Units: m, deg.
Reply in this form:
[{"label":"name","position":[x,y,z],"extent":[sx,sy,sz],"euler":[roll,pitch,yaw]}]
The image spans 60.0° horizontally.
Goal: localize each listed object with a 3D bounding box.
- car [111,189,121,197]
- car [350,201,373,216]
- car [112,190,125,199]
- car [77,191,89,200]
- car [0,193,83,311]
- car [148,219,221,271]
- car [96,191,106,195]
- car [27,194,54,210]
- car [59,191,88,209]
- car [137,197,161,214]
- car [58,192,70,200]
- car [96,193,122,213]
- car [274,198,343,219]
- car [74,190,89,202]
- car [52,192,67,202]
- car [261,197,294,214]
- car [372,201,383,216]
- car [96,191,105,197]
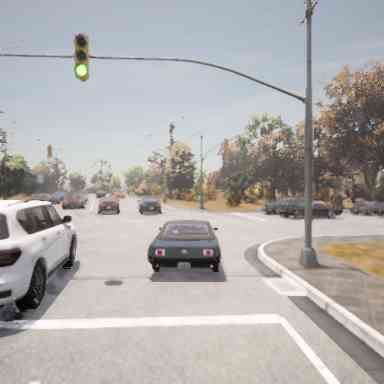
[{"label":"car","position":[-17.878,0.280,78.109],"extent":[2.097,1.767,4.553],"euler":[0,1,-16]},{"label":"car","position":[17.205,1.560,31.460],"extent":[4.181,1.385,1.994],"euler":[2,0,-12]},{"label":"car","position":[-14.997,0.469,68.551],"extent":[2.097,1.767,4.553],"euler":[0,1,-17]},{"label":"car","position":[-20.950,0.678,64.062],"extent":[2.128,1.511,4.902],"euler":[0,1,-17]},{"label":"car","position":[-4.190,1.180,7.661],"extent":[2.150,2.045,5.566],"euler":[0,1,-9]},{"label":"car","position":[-0.106,1.512,10.541],"extent":[1.895,1.301,4.718],"euler":[0,1,2]},{"label":"car","position":[-18.235,0.611,67.170],"extent":[1.882,1.535,5.008],"euler":[0,1,-17]},{"label":"car","position":[-16.565,1.043,36.589],"extent":[1.837,1.490,4.892],"euler":[0,1,-15]},{"label":"car","position":[-12.826,0.891,36.224],"extent":[2.097,1.767,4.553],"euler":[0,1,-15]},{"label":"car","position":[-3.884,1.149,29.989],"extent":[1.812,1.442,4.674],"euler":[0,1,-13]},{"label":"car","position":[-24.631,0.749,64.143],"extent":[1.994,1.385,4.181],"euler":[0,1,-17]},{"label":"car","position":[-7.685,1.140,30.833],"extent":[1.812,1.442,4.674],"euler":[0,1,-14]},{"label":"car","position":[9.189,1.398,25.953],"extent":[4.718,1.301,1.895],"euler":[1,1,-13]},{"label":"car","position":[-18.025,0.640,54.406],"extent":[2.097,1.767,4.553],"euler":[0,1,-17]},{"label":"car","position":[-21.754,0.770,54.646],"extent":[1.882,1.535,5.008],"euler":[0,1,-17]},{"label":"car","position":[8.539,1.255,29.394],"extent":[4.892,1.490,1.837],"euler":[1,1,-14]},{"label":"car","position":[18.579,1.616,28.204],"extent":[5.357,1.411,2.033],"euler":[2,0,-14]},{"label":"car","position":[-21.240,0.443,77.139],"extent":[1.837,1.490,4.892],"euler":[0,1,-16]}]
